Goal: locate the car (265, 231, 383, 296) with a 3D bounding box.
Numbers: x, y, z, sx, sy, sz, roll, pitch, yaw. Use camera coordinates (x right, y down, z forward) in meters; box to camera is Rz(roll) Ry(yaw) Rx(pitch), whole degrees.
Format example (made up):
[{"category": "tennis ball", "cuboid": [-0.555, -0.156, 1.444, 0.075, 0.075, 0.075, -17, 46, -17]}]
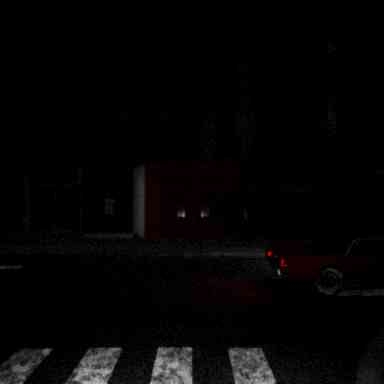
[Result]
[{"category": "car", "cuboid": [4.317, 1.609, 8.049, 4.718, 1.301, 1.895, -1, -2, 0]}]
